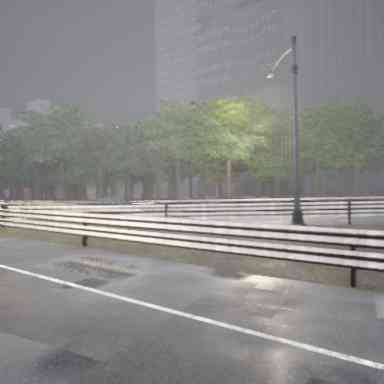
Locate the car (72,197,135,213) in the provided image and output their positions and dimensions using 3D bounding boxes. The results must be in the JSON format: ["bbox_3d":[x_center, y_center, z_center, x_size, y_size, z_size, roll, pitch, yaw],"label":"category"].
[{"bbox_3d":[-6.637,1.215,25.043,4.553,1.767,2.097,-1,0,8],"label":"car"}]
